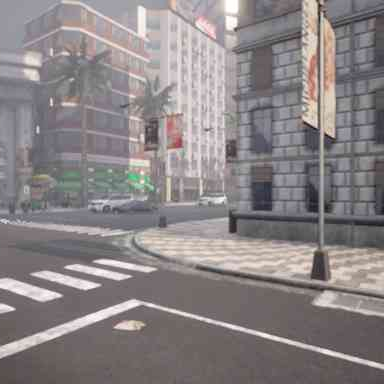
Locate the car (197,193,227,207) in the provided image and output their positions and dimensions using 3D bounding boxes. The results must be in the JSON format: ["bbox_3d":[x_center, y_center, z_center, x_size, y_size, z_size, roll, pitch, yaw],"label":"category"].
[{"bbox_3d":[3.176,1.221,52.090,2.150,2.045,5.566,0,0,44],"label":"car"}]

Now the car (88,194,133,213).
[{"bbox_3d":[-8.701,1.219,36.754,2.150,2.045,5.566,0,0,36],"label":"car"}]

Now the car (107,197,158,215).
[{"bbox_3d":[-5.845,1.546,34.742,2.033,1.411,5.357,0,0,36],"label":"car"}]
